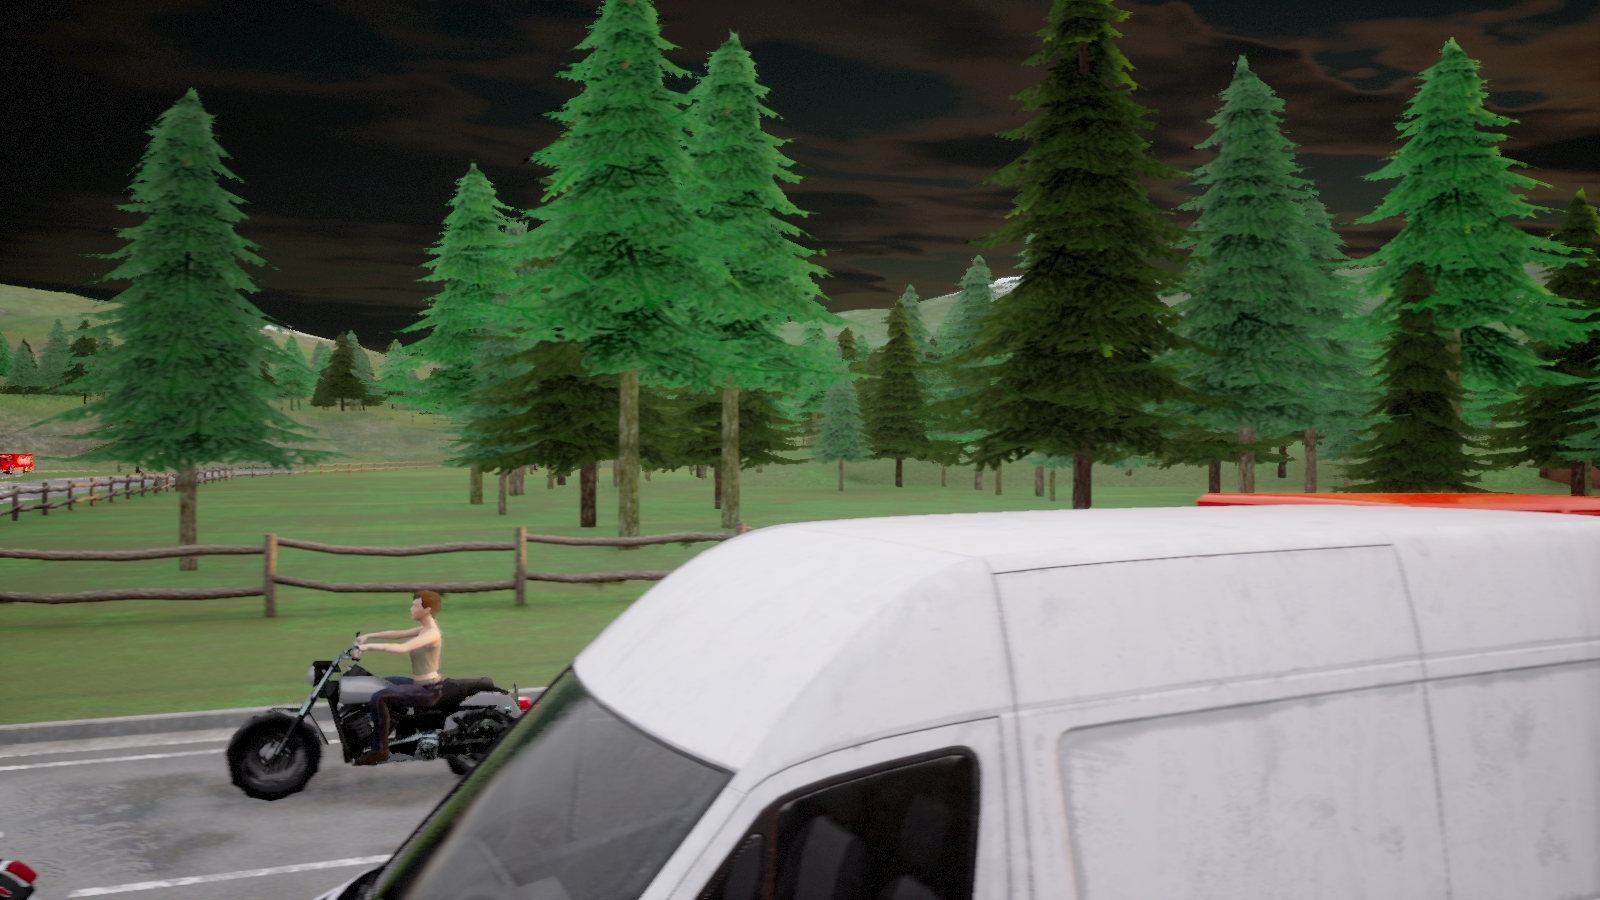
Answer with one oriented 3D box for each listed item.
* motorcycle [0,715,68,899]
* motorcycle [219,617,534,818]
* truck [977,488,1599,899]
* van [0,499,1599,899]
[{"bbox_3d":[-4.756,2.143,5.641,1.805,1.316,0.856,0,0,-23],"label":"motorcycle"},{"bbox_3d":[-3.459,2.154,9.492,2.356,1.307,0.764,0,0,-20],"label":"motorcycle"},{"bbox_3d":[4.284,1.569,8.583,5.204,2.467,2.627,0,0,-20],"label":"truck"},{"bbox_3d":[0.700,1.533,3.947,5.915,2.561,1.988,0,0,-24],"label":"van"}]
